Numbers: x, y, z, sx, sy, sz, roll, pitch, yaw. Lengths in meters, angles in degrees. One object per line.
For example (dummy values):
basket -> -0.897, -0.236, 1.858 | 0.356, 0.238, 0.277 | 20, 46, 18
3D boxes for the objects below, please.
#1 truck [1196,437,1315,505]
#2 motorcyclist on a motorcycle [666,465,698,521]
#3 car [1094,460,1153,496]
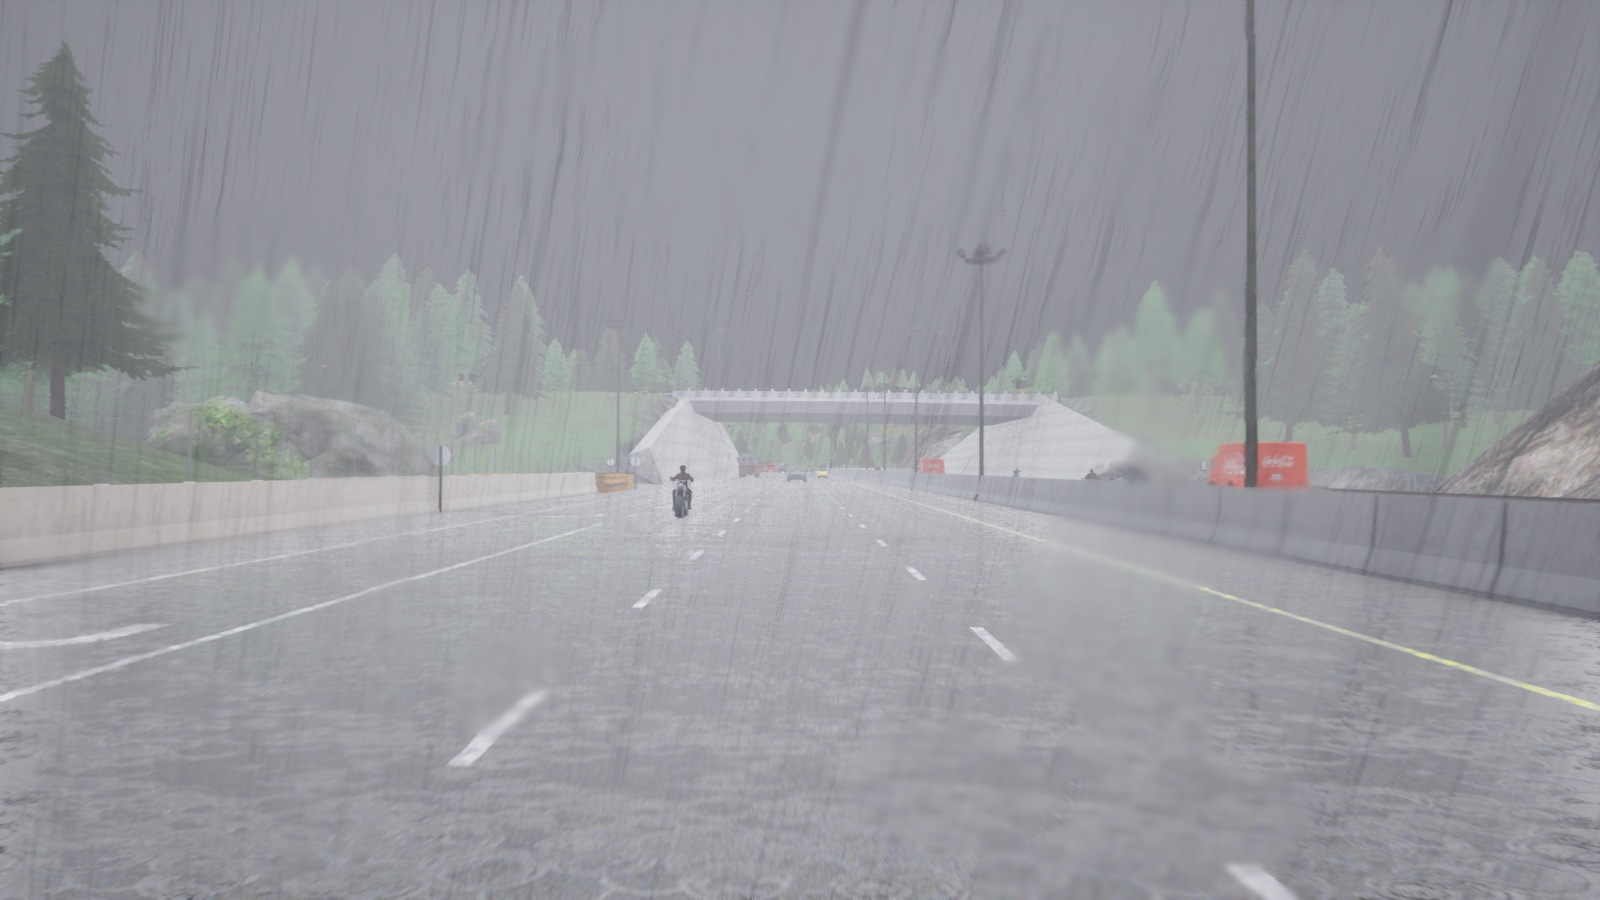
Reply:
truck -> 17.395, 0.877, 48.312 | 2.627, 2.467, 5.204 | 0, -3, 0
motorcyclist on a motorcycle -> -3.591, 1.290, 38.456 | 0.766, 1.649, 2.350 | 0, -1, 0
car -> 17.340, 1.463, 67.495 | 1.932, 1.855, 4.605 | 0, -1, 0
